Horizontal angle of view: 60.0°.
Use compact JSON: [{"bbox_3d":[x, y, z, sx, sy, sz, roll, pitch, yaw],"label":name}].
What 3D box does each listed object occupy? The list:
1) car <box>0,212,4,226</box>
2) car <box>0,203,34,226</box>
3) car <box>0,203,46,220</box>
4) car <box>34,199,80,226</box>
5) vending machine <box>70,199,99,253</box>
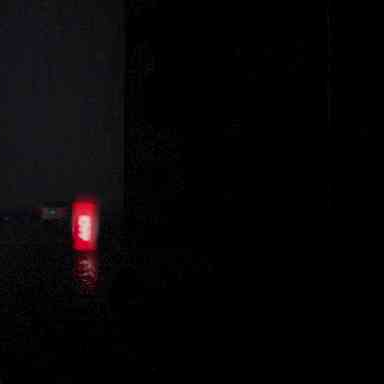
[{"bbox_3d":[-8.931,1.695,12.484,2.033,1.411,5.357,0,-1,-18],"label":"car"},{"bbox_3d":[-13.394,1.790,26.611,1.882,1.535,5.008,0,-1,1],"label":"car"},{"bbox_3d":[-16.789,1.873,33.387,1.882,1.535,5.008,0,-1,3],"label":"car"},{"bbox_3d":[-9.940,1.532,26.535,2.150,2.045,5.566,0,-1,2],"label":"car"},{"bbox_3d":[-4.391,1.356,13.607,1.100,2.100,0.880,0,-1,-18],"label":"vending machine"}]
